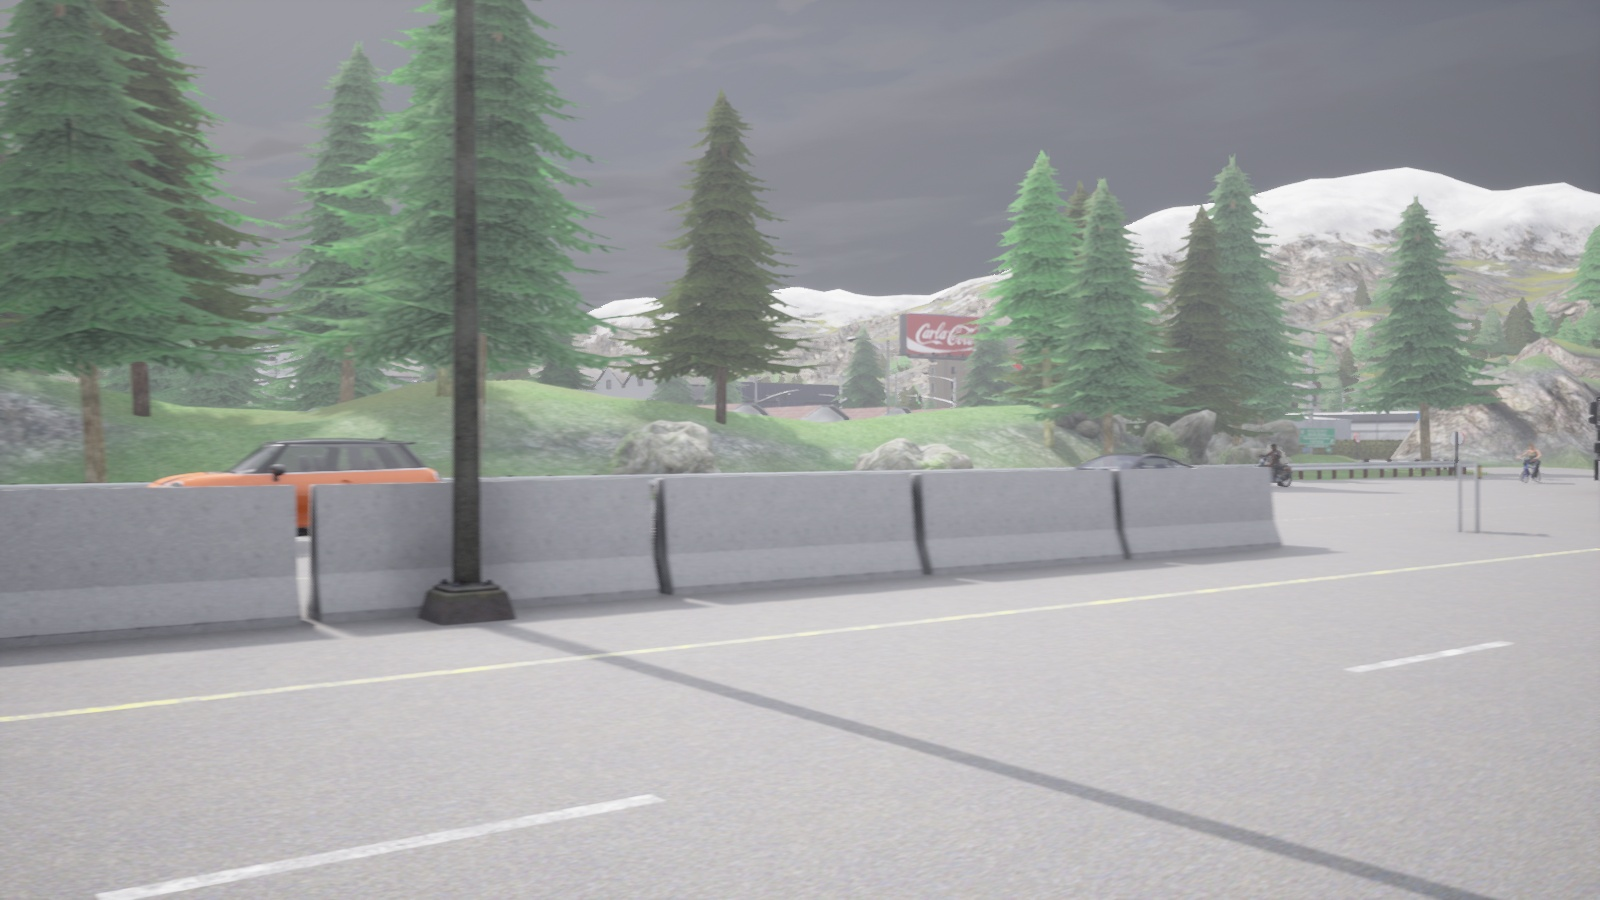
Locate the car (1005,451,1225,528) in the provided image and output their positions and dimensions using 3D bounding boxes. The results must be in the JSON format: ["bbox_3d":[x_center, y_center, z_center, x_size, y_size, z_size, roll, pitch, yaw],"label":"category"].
[{"bbox_3d":[6.338,0.723,25.129,4.181,1.385,1.994,-1,0,-35],"label":"car"}]

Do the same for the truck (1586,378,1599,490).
[{"bbox_3d":[28.335,-0.517,40.536,7.936,3.462,2.891,-1,0,-42],"label":"truck"}]

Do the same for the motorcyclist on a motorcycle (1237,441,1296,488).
[{"bbox_3d":[16.786,0.499,45.198,2.350,1.649,0.766,-1,0,-35],"label":"motorcyclist on a motorcycle"}]

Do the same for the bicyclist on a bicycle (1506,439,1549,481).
[{"bbox_3d":[28.397,0.389,49.010,1.509,1.612,0.866,-1,0,-35],"label":"bicyclist on a bicycle"}]

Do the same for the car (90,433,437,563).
[{"bbox_3d":[-8.185,0.639,19.284,4.553,1.767,2.097,-1,0,-35],"label":"car"}]
